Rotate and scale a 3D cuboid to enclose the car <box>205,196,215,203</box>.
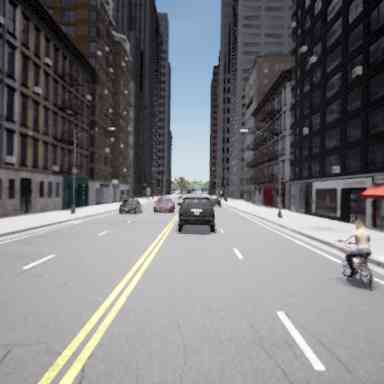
[{"bbox_3d":[3.875,1.715,73.460,2.033,1.411,5.357,1,0,0],"label":"car"}]

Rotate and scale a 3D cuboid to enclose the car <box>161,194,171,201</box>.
[{"bbox_3d":[-5.856,1.226,74.880,1.882,1.535,5.008,1,0,0],"label":"car"}]

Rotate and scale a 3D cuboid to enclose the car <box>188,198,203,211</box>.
[{"bbox_3d":[0.469,1.607,43.160,1.812,1.442,4.674,1,0,0],"label":"car"}]

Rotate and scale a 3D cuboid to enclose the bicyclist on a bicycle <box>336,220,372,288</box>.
[{"bbox_3d":[4.241,1.522,8.581,0.866,1.612,1.509,1,0,0],"label":"bicyclist on a bicycle"}]

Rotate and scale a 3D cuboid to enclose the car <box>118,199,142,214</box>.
[{"bbox_3d":[-6.289,1.463,34.290,1.837,1.490,4.892,1,0,1],"label":"car"}]

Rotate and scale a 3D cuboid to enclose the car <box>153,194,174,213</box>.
[{"bbox_3d":[-3.012,1.366,36.571,2.097,1.767,4.553,1,0,1],"label":"car"}]

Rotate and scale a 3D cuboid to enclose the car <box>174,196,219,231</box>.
[{"bbox_3d":[0.285,1.266,20.983,2.150,2.045,5.566,1,0,1],"label":"car"}]

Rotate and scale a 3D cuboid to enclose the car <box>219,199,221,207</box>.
[{"bbox_3d":[3.825,1.659,55.613,1.837,1.490,4.892,1,0,1],"label":"car"}]
